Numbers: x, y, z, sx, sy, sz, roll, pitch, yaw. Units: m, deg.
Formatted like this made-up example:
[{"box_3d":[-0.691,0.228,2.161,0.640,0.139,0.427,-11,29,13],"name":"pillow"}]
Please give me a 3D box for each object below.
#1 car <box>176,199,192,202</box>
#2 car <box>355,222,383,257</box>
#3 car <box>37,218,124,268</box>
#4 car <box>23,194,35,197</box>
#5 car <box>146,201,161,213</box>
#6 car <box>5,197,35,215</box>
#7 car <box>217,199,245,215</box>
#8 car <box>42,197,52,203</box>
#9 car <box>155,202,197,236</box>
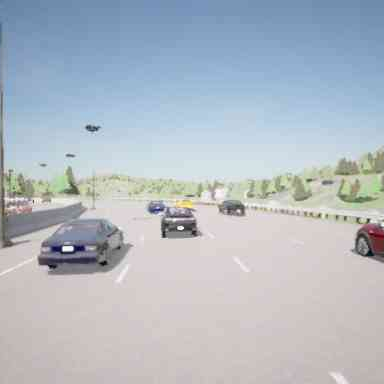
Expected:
[{"box_3d":[-1.076,1.586,40.941,1.882,1.535,5.008,0,0,-14],"name":"car"},{"box_3d":[6.840,1.282,9.827,2.097,1.767,4.553,-1,0,-3],"name":"car"},{"box_3d":[-3.618,1.624,11.683,2.033,1.411,5.357,-1,0,-4],"name":"car"},{"box_3d":[-35.029,1.477,71.421,2.150,2.045,5.566,-1,0,-28],"name":"car"},{"box_3d":[-4.308,1.712,39.097,1.994,1.385,4.181,-1,0,-14],"name":"car"},{"box_3d":[-17.708,1.670,33.687,2.097,1.767,4.553,-1,0,-12],"name":"car"},{"box_3d":[3.941,1.531,33.968,1.837,1.490,4.892,0,0,-11],"name":"car"},{"box_3d":[-31.655,1.811,72.532,1.882,1.535,5.008,-1,0,-28],"name":"car"},{"box_3d":[-0.840,1.547,18.726,2.128,1.511,4.902,-1,0,-7],"name":"car"}]
